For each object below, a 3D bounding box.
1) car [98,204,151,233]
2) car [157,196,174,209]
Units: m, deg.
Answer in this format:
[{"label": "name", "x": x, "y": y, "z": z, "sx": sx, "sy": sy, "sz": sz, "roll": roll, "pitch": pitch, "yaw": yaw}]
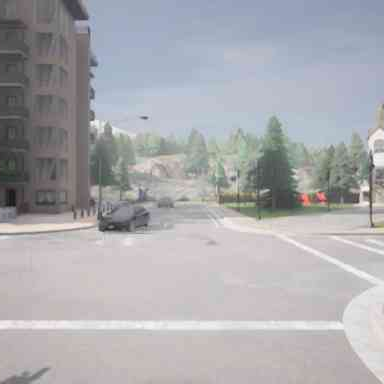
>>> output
[{"label": "car", "x": -3.938, "y": 1.551, "z": 20.176, "sx": 1.882, "sy": 1.535, "sz": 5.008, "roll": 0, "pitch": 1, "yaw": 9}, {"label": "car", "x": -3.568, "y": 1.374, "z": 45.771, "sx": 2.097, "sy": 1.767, "sz": 4.553, "roll": 0, "pitch": -1, "yaw": 0}]
